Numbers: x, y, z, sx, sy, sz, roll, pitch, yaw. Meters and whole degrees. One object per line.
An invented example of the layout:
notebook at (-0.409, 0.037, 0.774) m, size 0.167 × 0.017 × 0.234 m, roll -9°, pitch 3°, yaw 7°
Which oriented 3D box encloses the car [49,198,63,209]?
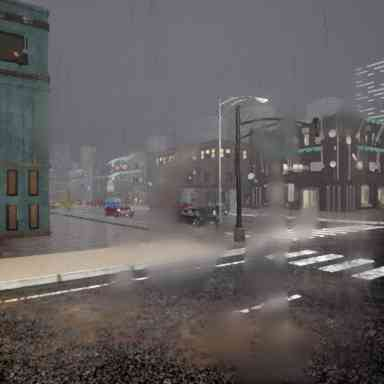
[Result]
car at (-23.699, 2.232, 57.971) m, size 1.752 × 1.417 × 4.829 m, roll -1°, pitch 0°, yaw -35°

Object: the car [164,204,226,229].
car at (0.120, 1.814, 24.130) m, size 1.947 × 1.339 × 4.313 m, roll -2°, pitch 0°, yaw -35°

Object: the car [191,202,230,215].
car at (2.235, 1.809, 35.853) m, size 2.008 × 1.369 × 4.403 m, roll -2°, pitch 0°, yaw -35°

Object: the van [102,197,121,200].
van at (-13.765, 1.906, 58.438) m, size 1.690 × 1.788 × 3.998 m, roll -1°, pitch 0°, yaw -35°

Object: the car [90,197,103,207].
car at (-16.965, 1.939, 62.954) m, size 2.192 × 1.841 × 5.009 m, roll -1°, pitch 0°, yaw -35°

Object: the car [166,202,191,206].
car at (-0.963, 1.903, 40.370) m, size 1.802 × 1.307 × 4.206 m, roll -2°, pitch 0°, yaw -35°

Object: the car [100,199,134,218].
car at (-7.804, 1.846, 35.524) m, size 1.967 × 1.590 × 4.097 m, roll -1°, pitch 0°, yaw -35°

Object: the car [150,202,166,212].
car at (-4.161, 1.965, 44.887) m, size 1.802 × 1.307 × 4.206 m, roll -2°, pitch 0°, yaw -35°

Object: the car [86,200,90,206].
car at (-20.158, 2.227, 67.472) m, size 1.887 × 1.381 × 4.507 m, roll -1°, pitch 0°, yaw -35°

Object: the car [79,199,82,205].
car at (-26.556, 2.363, 76.506) m, size 1.947 × 1.339 × 4.313 m, roll -1°, pitch 0°, yaw -35°
